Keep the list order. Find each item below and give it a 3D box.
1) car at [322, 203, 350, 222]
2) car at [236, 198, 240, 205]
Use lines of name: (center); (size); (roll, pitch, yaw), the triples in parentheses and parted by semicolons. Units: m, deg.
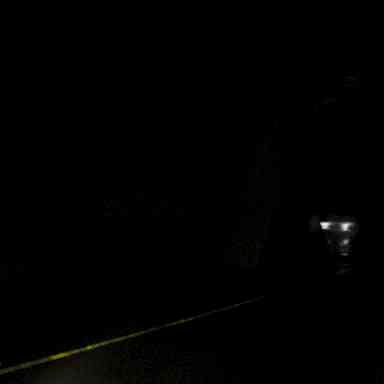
car: (12.494, 1.708, 29.016); (1.837, 1.490, 4.892); (1, 0, 22)
car: (8.076, 1.705, 68.853); (2.097, 1.767, 4.553); (0, 0, -20)
